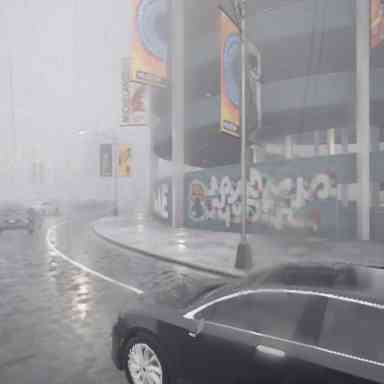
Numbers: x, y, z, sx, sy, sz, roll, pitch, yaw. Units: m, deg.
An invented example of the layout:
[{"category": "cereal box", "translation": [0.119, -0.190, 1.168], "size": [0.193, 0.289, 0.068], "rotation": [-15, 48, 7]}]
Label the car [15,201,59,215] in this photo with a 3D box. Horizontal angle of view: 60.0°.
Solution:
[{"category": "car", "translation": [-14.768, 1.597, 32.459], "size": [1.812, 1.442, 4.674], "rotation": [0, 0, 3]}]

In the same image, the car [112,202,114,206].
[{"category": "car", "translation": [-13.808, 1.696, 49.309], "size": [1.895, 1.301, 4.718], "rotation": [0, 0, 28]}]

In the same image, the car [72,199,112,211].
[{"category": "car", "translation": [-12.906, 1.631, 42.308], "size": [2.033, 1.411, 5.357], "rotation": [0, 0, 19]}]

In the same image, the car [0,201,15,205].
[{"category": "car", "translation": [-21.407, 1.691, 37.832], "size": [1.895, 1.301, 4.718], "rotation": [0, 0, 11]}]

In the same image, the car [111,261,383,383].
[{"category": "car", "translation": [1.212, 1.509, 3.386], "size": [4.892, 1.490, 1.837], "rotation": [0, 1, 37]}]

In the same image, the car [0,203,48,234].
[{"category": "car", "translation": [-10.082, 1.592, 19.666], "size": [2.033, 1.411, 5.357], "rotation": [0, 0, -17]}]
